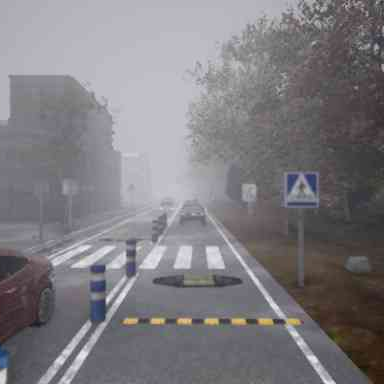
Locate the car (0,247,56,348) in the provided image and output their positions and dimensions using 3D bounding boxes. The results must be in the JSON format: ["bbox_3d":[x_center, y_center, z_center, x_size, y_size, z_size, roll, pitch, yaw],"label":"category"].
[{"bbox_3d":[-3.353,1.528,4.311,1.812,1.442,4.674,0,0,0],"label":"car"}]

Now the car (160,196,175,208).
[{"bbox_3d":[-3.516,1.378,47.796,1.882,1.535,5.008,0,0,0],"label":"car"}]

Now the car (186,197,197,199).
[{"bbox_3d":[-0.047,1.395,42.856,1.882,1.535,5.008,0,0,0],"label":"car"}]

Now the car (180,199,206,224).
[{"bbox_3d":[0.048,1.517,24.498,2.033,1.411,5.357,0,0,0],"label":"car"}]
